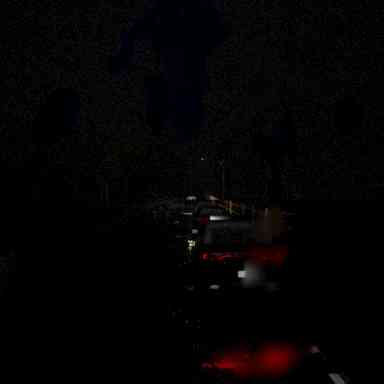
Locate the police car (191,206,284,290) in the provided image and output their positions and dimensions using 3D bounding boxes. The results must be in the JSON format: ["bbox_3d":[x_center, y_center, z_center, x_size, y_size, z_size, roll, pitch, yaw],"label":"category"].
[{"bbox_3d":[1.028,1.423,9.181,1.930,1.638,5.238,0,0,0],"label":"police car"}]

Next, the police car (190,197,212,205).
[{"bbox_3d":[0.990,1.412,25.193,1.930,1.638,5.238,0,0,0],"label":"police car"}]

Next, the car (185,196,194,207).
[{"bbox_3d":[-0.059,1.453,50.942,2.128,1.511,4.902,0,0,0],"label":"car"}]

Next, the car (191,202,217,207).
[{"bbox_3d":[1.005,1.518,19.079,1.812,1.442,4.674,0,0,0],"label":"car"}]

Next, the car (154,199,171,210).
[{"bbox_3d":[-3.696,1.574,41.597,1.895,1.301,4.718,0,0,0],"label":"car"}]

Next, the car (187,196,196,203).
[{"bbox_3d":[-0.165,1.527,69.576,1.895,1.301,4.718,0,0,0],"label":"car"}]
